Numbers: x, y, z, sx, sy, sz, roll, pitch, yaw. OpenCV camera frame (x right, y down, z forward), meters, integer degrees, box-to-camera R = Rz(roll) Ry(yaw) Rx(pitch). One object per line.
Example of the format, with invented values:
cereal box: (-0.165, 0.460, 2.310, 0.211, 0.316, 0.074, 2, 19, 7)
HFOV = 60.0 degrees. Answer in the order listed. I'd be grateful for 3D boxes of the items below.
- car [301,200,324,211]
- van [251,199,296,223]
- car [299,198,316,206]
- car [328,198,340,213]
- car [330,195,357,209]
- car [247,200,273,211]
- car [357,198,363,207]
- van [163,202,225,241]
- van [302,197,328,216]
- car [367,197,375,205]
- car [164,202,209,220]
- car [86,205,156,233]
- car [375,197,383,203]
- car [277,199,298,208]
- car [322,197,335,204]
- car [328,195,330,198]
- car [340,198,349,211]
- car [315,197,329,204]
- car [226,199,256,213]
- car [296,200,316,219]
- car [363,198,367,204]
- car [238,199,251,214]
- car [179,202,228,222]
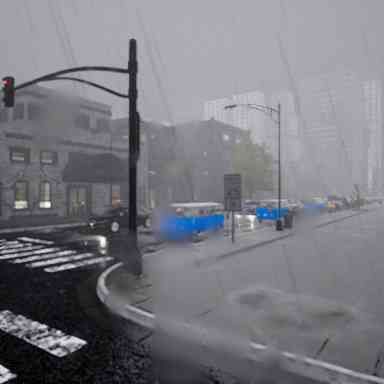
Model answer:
car: (16.392, 1.787, 44.989, 1.994, 1.385, 4.181, 0, 0, 34)
van: (6.550, 1.501, 26.460, 1.690, 1.788, 3.998, 0, 0, 35)
car: (21.888, 1.828, 62.933, 1.887, 1.381, 4.507, 0, 0, 35)
car: (16.158, 1.738, 40.163, 1.752, 1.417, 4.829, 0, 0, 35)
car: (22.400, 1.565, 49.067, 2.192, 1.841, 5.009, 0, 0, 35)
car: (9.208, 1.749, 44.849, 1.887, 1.381, 4.507, 0, 0, 35)
car: (25.570, 1.585, 53.588, 2.192, 1.841, 5.009, 0, 0, 35)
van: (0.211, 1.471, 17.417, 1.690, 1.788, 3.998, 0, 0, 35)
van: (12.890, 1.535, 35.502, 1.690, 1.788, 3.998, 0, 0, 35)
car: (35.079, 1.879, 67.151, 1.887, 1.381, 4.507, 0, 0, 35)
car: (-0.399, 1.677, 31.145, 1.752, 1.417, 4.829, 0, 0, 35)
car: (-4.350, 1.630, 20.995, 1.837, 1.490, 4.892, 0, 0, 35)
car: (44.589, 1.971, 80.714, 1.947, 1.339, 4.313, 0, 0, 35)
car: (15.548, 1.787, 53.891, 1.887, 1.381, 4.507, 0, 0, 35)
car: (31.397, 1.916, 76.497, 1.947, 1.339, 4.313, 0, 0, 35)
car: (24.456, 1.496, 56.505, 2.150, 2.045, 5.566, 0, 0, 35)
car: (19.230, 1.796, 44.544, 1.947, 1.339, 4.313, 0, 0, 35)
car: (28.129, 1.852, 71.836, 1.752, 1.417, 4.829, 0, 0, 35)
car: (6.039, 1.627, 40.329, 1.967, 1.590, 4.097, 0, 0, 35)
car: (9.720, 1.721, 30.980, 1.887, 1.381, 4.507, 0, 0, 35)
car: (28.837, 1.817, 58.248, 1.752, 1.417, 4.829, 0, 0, 35)
car: (6.798, 1.707, 36.870, 1.812, 1.442, 4.674, 0, 0, 35)
car: (1.115, 1.656, 28.788, 1.837, 1.490, 4.892, 0, 0, 35)
